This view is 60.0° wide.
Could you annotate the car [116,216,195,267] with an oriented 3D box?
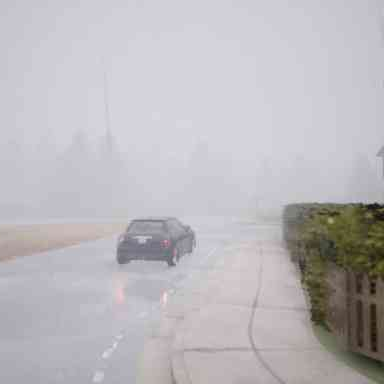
[{"bbox_3d":[-1.250,1.737,13.233,2.097,1.767,4.553,-1,-2,11],"label":"car"}]
